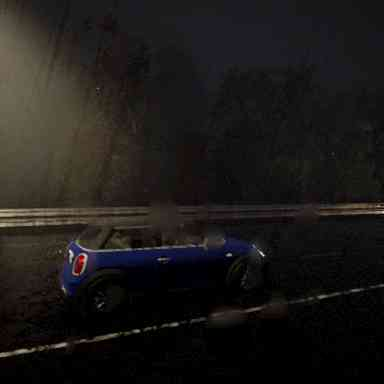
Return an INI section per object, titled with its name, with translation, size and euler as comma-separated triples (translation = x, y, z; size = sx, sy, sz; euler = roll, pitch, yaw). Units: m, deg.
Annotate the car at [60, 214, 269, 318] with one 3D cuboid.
[car]
translation = -0.495, 1.351, 7.500
size = 4.553, 1.767, 2.097
euler = 0, 0, -27
